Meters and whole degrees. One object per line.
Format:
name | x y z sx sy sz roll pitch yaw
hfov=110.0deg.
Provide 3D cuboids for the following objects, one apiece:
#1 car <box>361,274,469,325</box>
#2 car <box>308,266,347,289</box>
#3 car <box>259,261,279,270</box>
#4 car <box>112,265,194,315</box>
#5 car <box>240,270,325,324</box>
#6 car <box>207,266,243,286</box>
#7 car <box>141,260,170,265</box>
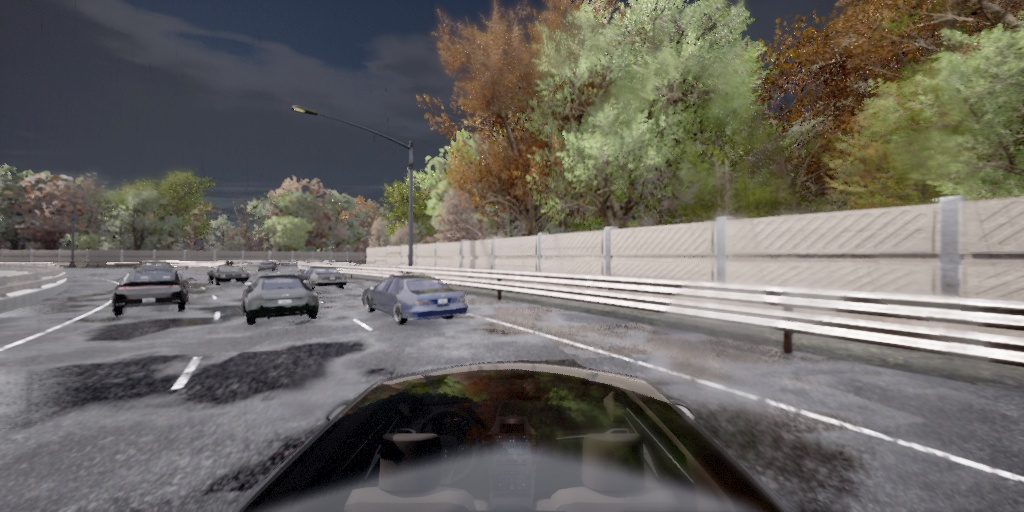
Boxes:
car | -3.496 1.334 12.185 2.033 1.411 5.357 0 0 -38
car | -12.180 1.365 22.818 2.033 1.411 5.357 0 0 -42
car | -33.807 1.390 49.961 2.128 1.511 4.902 0 0 -25
car | -13.741 1.274 13.859 2.128 1.511 4.902 0 0 -40
car | -8.047 1.346 12.390 1.994 1.385 4.181 0 0 -37
car | -21.103 1.424 26.565 4.718 1.301 1.895 0 0 43
car | -26.534 1.170 26.608 4.553 1.767 2.097 0 0 41
